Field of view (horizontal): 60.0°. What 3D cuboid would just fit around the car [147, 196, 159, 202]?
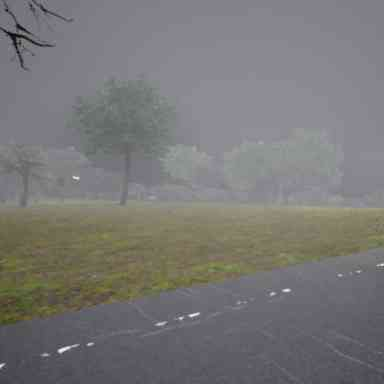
[{"bbox_3d":[-11.111,1.911,94.166,2.097,1.767,4.553,3,-3,-28],"label":"car"}]
